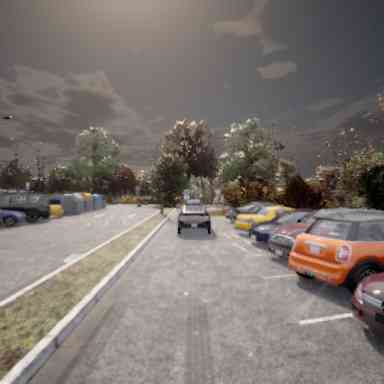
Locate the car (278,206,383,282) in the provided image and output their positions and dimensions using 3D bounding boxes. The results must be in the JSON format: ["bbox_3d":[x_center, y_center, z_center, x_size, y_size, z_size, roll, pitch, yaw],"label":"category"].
[{"bbox_3d":[4.804,1.357,8.334,4.553,1.767,2.185,1,0,-20],"label":"car"}]

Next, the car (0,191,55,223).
[{"bbox_3d":[-13.306,1.201,24.417,5.566,2.045,2.435,-1,0,-20],"label":"car"}]

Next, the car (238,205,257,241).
[{"bbox_3d":[4.817,1.511,14.695,4.792,1.488,2.163,1,0,-20],"label":"car"}]

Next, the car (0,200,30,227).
[{"bbox_3d":[-13.294,1.500,21.416,4.674,1.452,2.002,-1,0,-20],"label":"car"}]

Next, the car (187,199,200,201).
[{"bbox_3d":[0.196,1.455,34.796,1.837,1.490,4.892,0,0,1],"label":"car"}]

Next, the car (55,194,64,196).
[{"bbox_3d":[-24.290,1.384,61.005,2.435,2.045,5.566,1,-3,-19],"label":"car"}]

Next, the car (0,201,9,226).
[{"bbox_3d":[-13.313,1.464,18.391,5.008,1.535,2.097,-1,0,-20],"label":"car"}]

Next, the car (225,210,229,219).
[{"bbox_3d":[4.847,1.481,21.494,4.892,1.521,2.231,1,0,-20],"label":"car"}]

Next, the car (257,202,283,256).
[{"bbox_3d":[4.869,1.357,11.325,4.553,1.767,2.185,1,0,-20],"label":"car"}]

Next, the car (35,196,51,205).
[{"bbox_3d":[-27.295,1.637,61.023,2.231,1.521,4.892,1,-3,-19],"label":"car"}]

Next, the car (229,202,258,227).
[{"bbox_3d":[5.019,1.480,18.170,5.366,1.575,1.946,1,0,-20],"label":"car"}]

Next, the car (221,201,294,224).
[{"bbox_3d":[4.864,1.479,24.889,4.892,1.521,2.231,1,0,-20],"label":"car"}]

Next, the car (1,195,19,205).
[{"bbox_3d":[-33.346,1.513,61.140,2.185,1.767,4.553,1,-3,-19],"label":"car"}]

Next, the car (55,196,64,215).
[{"bbox_3d":[-13.439,1.436,27.392,5.366,1.575,1.946,-1,1,-20],"label":"car"}]

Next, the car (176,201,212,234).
[{"bbox_3d":[0.120,1.487,19.347,2.128,1.511,4.902,0,0,0],"label":"car"}]

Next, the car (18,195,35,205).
[{"bbox_3d":[-30.309,1.509,61.036,2.185,1.767,4.553,1,-3,-19],"label":"car"}]

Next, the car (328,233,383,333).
[{"bbox_3d":[4.833,1.524,5.362,4.674,1.452,2.002,1,0,-20],"label":"car"}]
